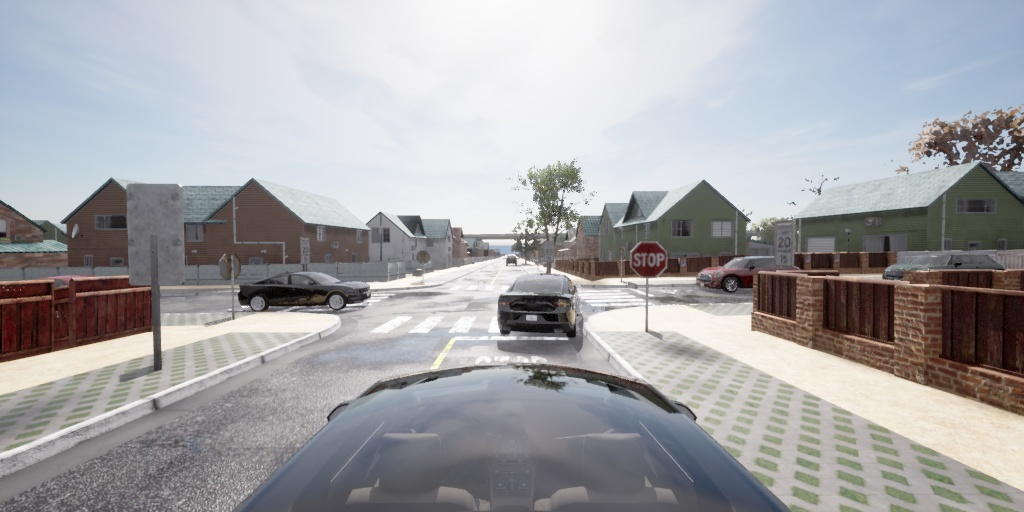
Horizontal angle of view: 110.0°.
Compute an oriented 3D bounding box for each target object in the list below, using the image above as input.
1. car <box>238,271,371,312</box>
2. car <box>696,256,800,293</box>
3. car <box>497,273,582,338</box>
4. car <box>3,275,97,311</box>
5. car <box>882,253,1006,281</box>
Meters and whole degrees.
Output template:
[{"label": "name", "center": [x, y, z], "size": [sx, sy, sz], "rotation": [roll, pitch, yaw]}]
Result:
[{"label": "car", "center": [-8.485, 1.376, 14.898], "size": [5.008, 1.535, 1.882], "rotation": [-1, 2, 0]}, {"label": "car", "center": [11.785, 0.820, 18.008], "size": [4.553, 1.767, 2.097], "rotation": [-1, 2, 0]}, {"label": "car", "center": [0.947, 1.224, 10.384], "size": [1.882, 1.535, 5.008], "rotation": [0, 0, 12]}, {"label": "car", "center": [-18.038, 1.546, 14.823], "size": [5.008, 1.535, 1.882], "rotation": [-1, 2, 0]}, {"label": "car", "center": [21.680, 0.646, 18.092], "size": [4.553, 1.767, 2.097], "rotation": [-1, 2, 0]}]
